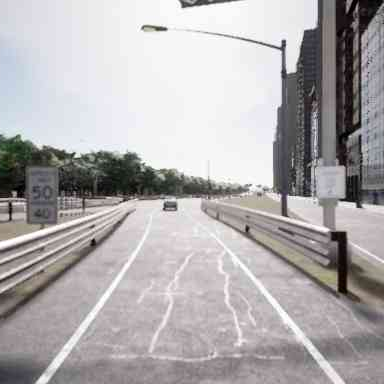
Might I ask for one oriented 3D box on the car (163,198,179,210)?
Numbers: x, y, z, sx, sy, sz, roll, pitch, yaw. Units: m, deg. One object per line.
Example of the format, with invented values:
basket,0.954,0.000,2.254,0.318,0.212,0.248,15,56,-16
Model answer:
car,-2.746,1.534,43.374,2.128,1.511,4.902,0,0,-2
